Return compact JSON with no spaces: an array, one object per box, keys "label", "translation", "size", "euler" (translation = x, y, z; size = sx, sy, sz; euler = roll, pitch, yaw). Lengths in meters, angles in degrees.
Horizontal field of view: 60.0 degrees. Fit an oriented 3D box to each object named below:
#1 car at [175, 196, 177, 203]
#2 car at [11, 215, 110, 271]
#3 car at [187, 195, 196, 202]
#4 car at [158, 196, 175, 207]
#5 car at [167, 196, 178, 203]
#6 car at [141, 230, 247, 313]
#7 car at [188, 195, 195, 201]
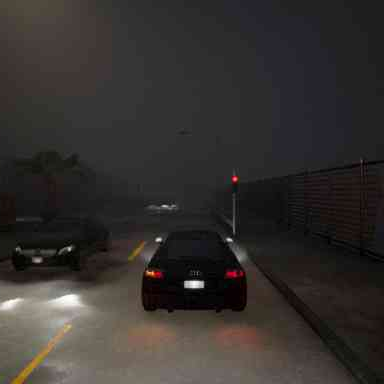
[{"label":"car","translation":[-4.179,1.491,61.045],"size":[2.128,1.511,4.902],"euler":[0,0,0]},{"label":"car","translation":[-4.030,1.526,11.068],"size":[1.812,1.442,4.674],"euler":[0,0,1]},{"label":"car","translation":[-0.141,1.524,75.476],"size":[1.812,1.442,4.674],"euler":[0,0,0]},{"label":"car","translation":[-4.189,1.478,51.780],"size":[1.882,1.535,5.008],"euler":[0,0,0]},{"label":"car","translation":[-4.134,1.540,71.354],"size":[2.033,1.411,5.357],"euler":[0,0,0]},{"label":"car","translation":[0.049,1.564,7.746],"size":[1.994,1.385,4.181],"euler":[0,0,0]},{"label":"car","translation":[-0.162,1.524,85.717],"size":[1.812,1.442,4.674],"euler":[0,0,0]}]
